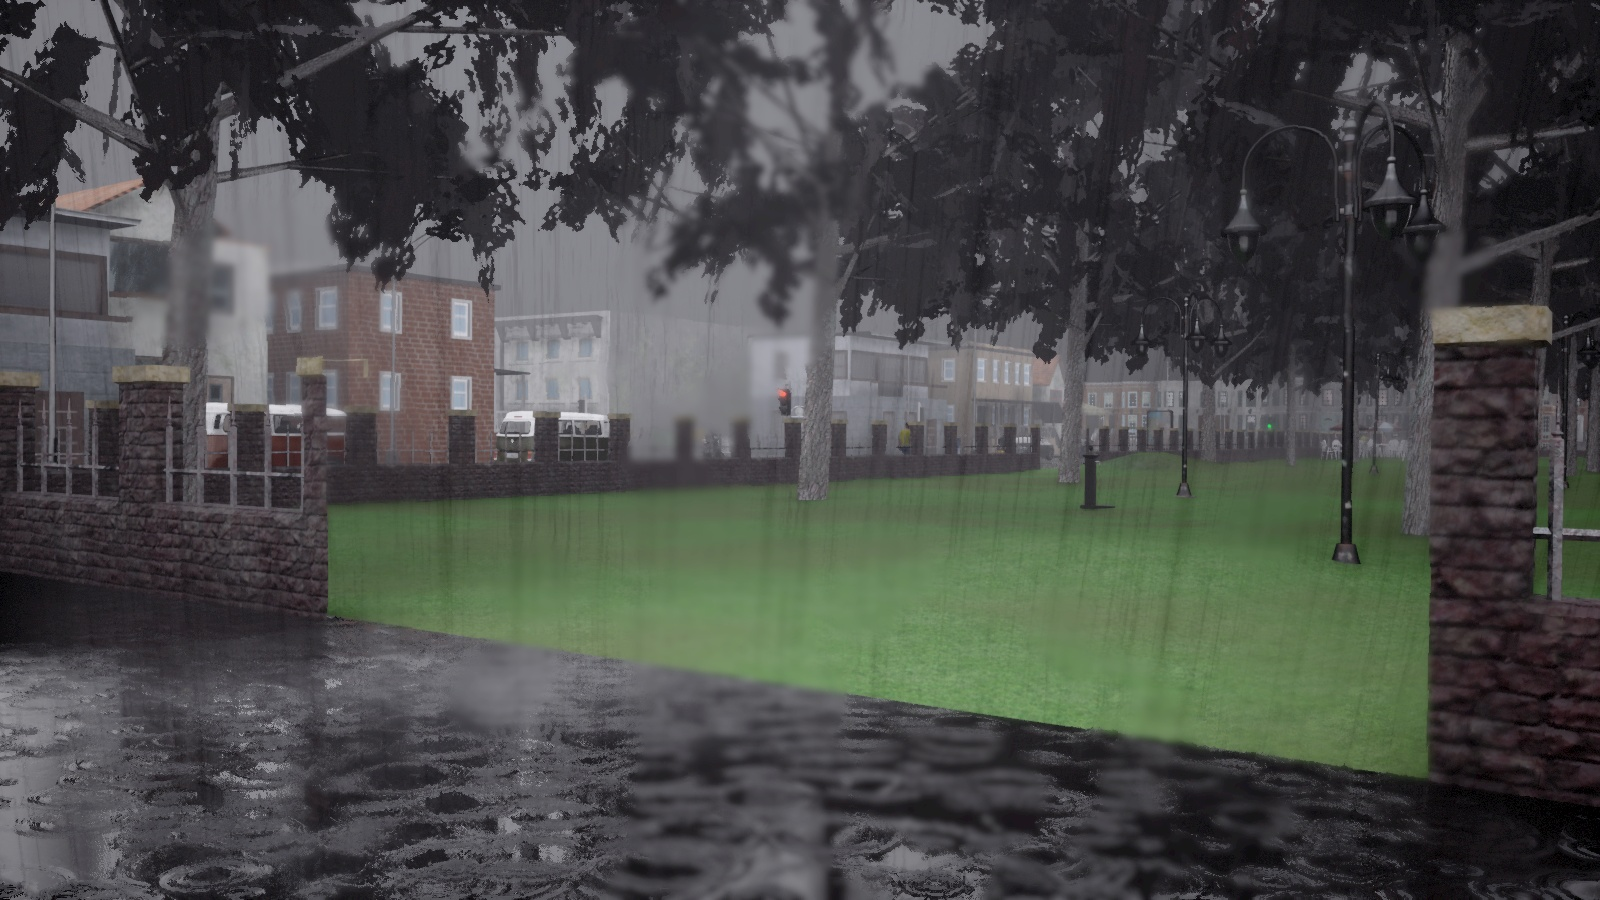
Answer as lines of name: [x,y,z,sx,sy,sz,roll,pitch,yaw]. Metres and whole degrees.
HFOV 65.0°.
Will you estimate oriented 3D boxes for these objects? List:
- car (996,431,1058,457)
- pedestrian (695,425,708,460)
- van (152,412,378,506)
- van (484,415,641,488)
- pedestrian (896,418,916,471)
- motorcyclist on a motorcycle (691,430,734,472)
car: [13.397,-0.373,73.902,1.812,1.442,4.674,0,1,35]
pedestrian: [-5.225,-0.420,66.560,0.431,1.840,0.709,-1,1,-27]
van: [-12.479,0.164,29.562,2.069,2.038,4.480,0,1,33]
van: [-7.002,0.007,37.457,2.069,2.038,4.480,0,1,33]
pedestrian: [3.674,-0.187,43.529,0.354,1.836,0.706,0,1,35]
motorcyclist on a motorcycle: [-3.484,0.031,50.209,0.866,1.590,1.817,-2,0,25]
